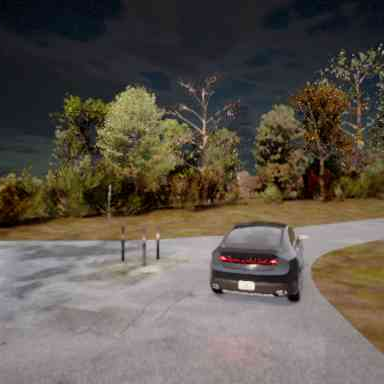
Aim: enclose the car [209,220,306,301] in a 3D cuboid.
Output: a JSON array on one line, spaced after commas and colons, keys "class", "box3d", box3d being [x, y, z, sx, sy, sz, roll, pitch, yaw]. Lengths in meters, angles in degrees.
[{"class": "car", "box3d": [1.817, 1.489, 8.479, 1.837, 1.490, 4.892, 0, 0, 19]}]
